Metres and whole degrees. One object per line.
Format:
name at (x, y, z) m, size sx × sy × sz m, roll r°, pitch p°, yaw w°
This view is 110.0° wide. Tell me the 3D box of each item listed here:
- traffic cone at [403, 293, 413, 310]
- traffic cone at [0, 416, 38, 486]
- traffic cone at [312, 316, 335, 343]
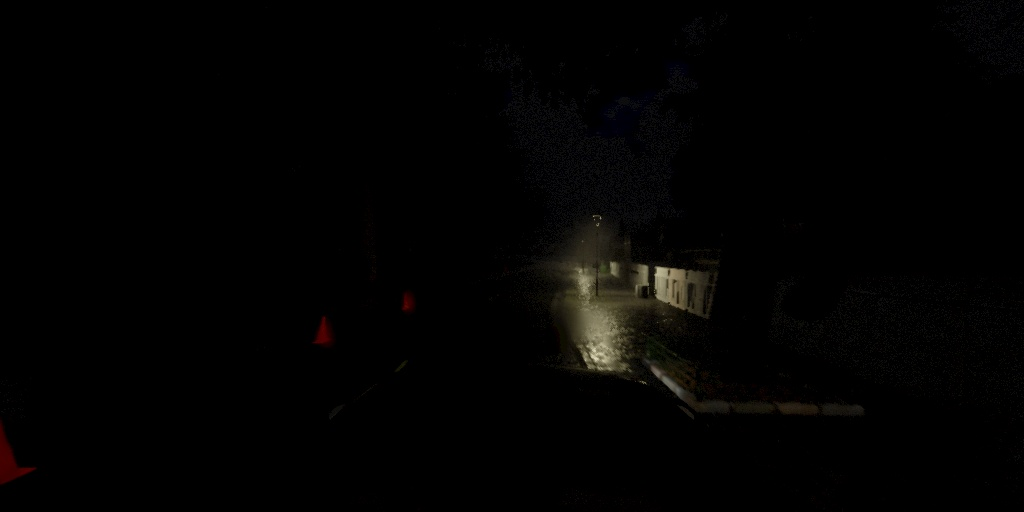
traffic cone at (-3.890, 1.681, 13.354) m, size 0.340 × 0.580 × 0.340 m, roll 0°, pitch 0°, yaw 6°
traffic cone at (-4.550, 1.677, 3.152) m, size 0.340 × 0.580 × 0.340 m, roll 0°, pitch 0°, yaw 1°
traffic cone at (-4.337, 1.678, 8.261) m, size 0.340 × 0.580 × 0.340 m, roll 0°, pitch 0°, yaw 4°
